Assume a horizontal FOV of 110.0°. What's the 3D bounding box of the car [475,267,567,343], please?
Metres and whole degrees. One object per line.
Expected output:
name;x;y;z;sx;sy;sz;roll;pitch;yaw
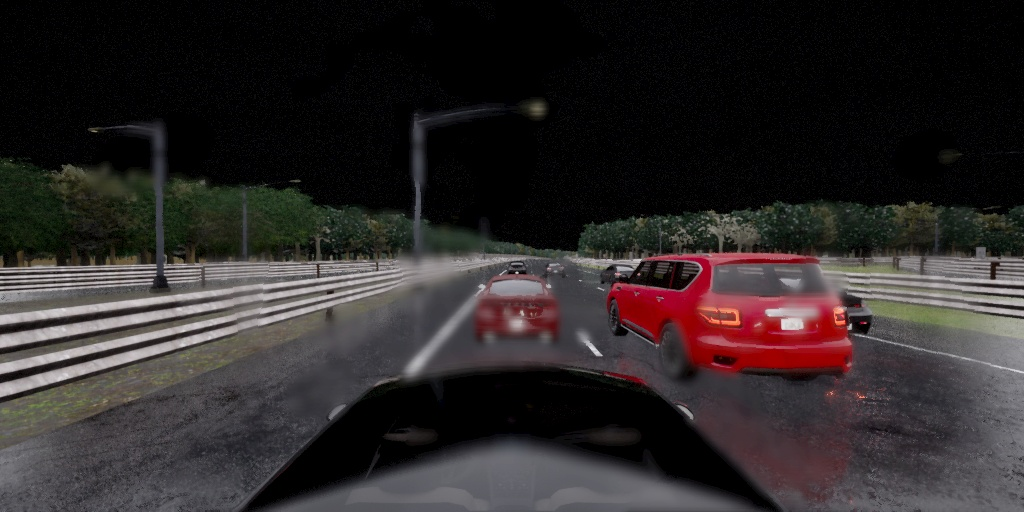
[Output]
car;0.120;1.227;9.720;1.882;1.535;5.008;0;0;0

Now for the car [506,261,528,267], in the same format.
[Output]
car;0.515;1.257;34.688;1.837;1.490;4.892;0;0;1

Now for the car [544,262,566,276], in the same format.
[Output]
car;3.993;1.279;33.897;1.812;1.442;4.674;0;0;2

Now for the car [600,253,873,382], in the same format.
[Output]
car;3.608;0.971;7.282;2.150;2.045;5.566;0;0;0

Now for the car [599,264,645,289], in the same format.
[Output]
car;7.231;1.277;24.102;1.812;1.442;4.674;0;0;1
